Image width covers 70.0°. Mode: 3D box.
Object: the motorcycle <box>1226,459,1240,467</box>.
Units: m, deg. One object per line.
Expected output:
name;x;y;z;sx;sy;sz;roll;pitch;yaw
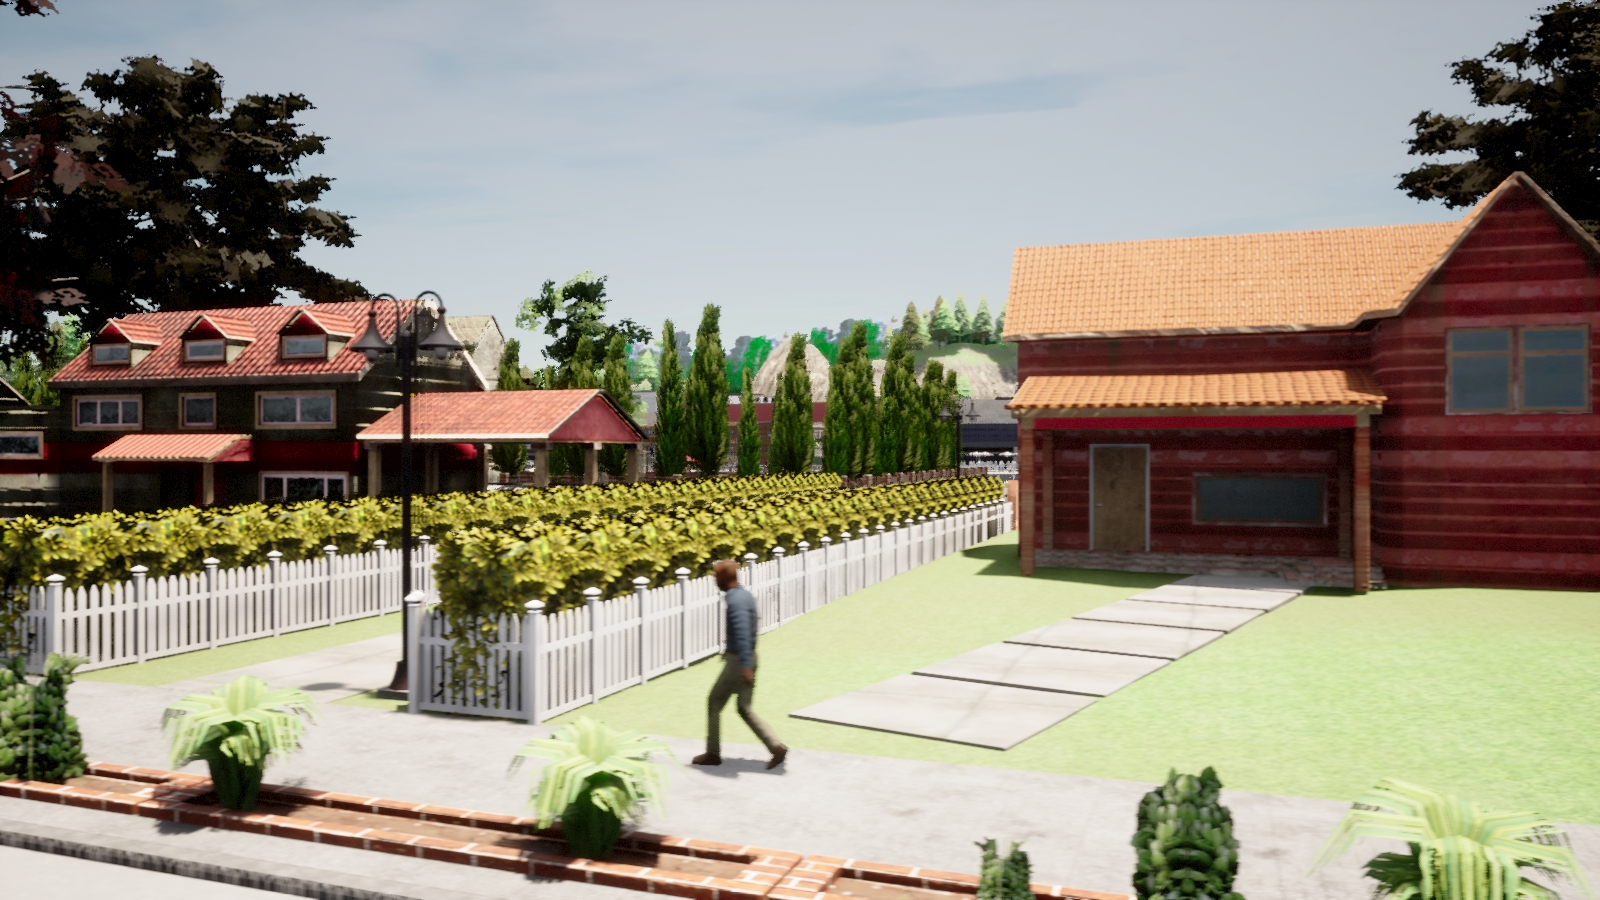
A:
motorcycle;72.142;2.187;190.372;2.033;1.199;0.803;0;0;20

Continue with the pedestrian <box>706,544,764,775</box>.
pedestrian;-0.545;1.743;9.622;0.375;1.860;0.375;0;0;18
